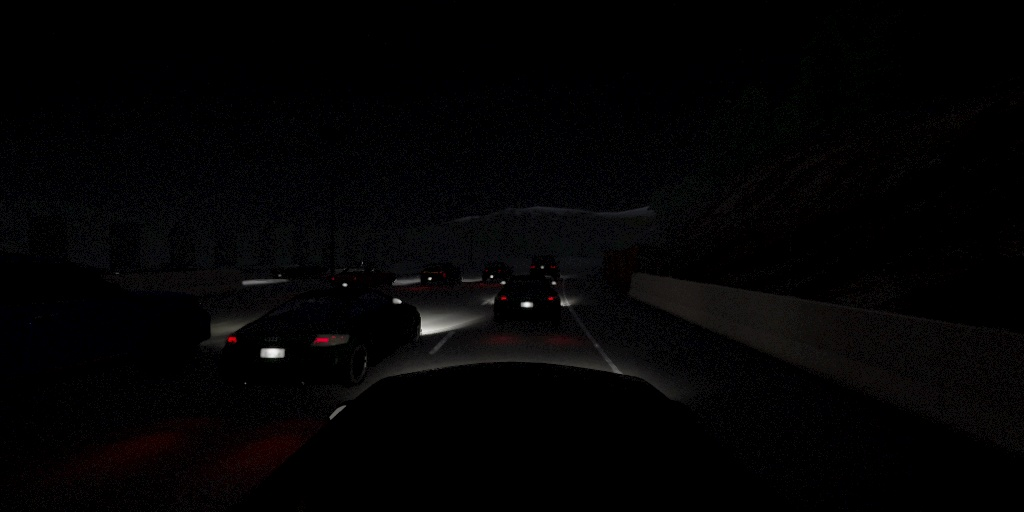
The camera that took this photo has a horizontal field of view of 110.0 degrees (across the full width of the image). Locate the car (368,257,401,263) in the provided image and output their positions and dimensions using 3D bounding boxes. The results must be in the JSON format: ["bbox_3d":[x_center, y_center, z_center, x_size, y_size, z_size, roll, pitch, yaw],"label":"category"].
[{"bbox_3d":[-17.729,1.176,51.041,1.837,1.490,4.892,0,1,16],"label":"car"}]

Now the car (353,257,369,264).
[{"bbox_3d":[-23.270,1.009,57.205,2.097,1.767,4.553,0,0,16],"label":"car"}]

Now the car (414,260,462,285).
[{"bbox_3d":[-5.002,1.227,25.776,1.837,1.490,4.892,0,0,8],"label":"car"}]

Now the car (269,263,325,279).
[{"bbox_3d":[-18.506,1.286,31.311,1.895,1.301,4.718,0,0,10],"label":"car"}]

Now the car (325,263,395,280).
[{"bbox_3d":[-9.040,1.315,22.172,1.895,1.301,4.718,0,0,7],"label":"car"}]

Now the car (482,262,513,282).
[{"bbox_3d":[-1.075,1.236,28.243,1.837,1.490,4.892,0,0,9],"label":"car"}]

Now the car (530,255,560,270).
[{"bbox_3d":[2.832,0.961,30.394,2.150,2.045,5.566,0,0,10],"label":"car"}]

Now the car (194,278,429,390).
[{"bbox_3d":[-3.215,1.303,6.929,1.994,1.385,4.181,0,0,2],"label":"car"}]

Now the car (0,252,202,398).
[{"bbox_3d":[-6.818,0.953,4.399,2.150,2.045,5.566,0,0,1],"label":"car"}]

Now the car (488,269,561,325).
[{"bbox_3d":[0.542,1.309,11.857,1.994,1.385,4.181,0,0,4],"label":"car"}]
